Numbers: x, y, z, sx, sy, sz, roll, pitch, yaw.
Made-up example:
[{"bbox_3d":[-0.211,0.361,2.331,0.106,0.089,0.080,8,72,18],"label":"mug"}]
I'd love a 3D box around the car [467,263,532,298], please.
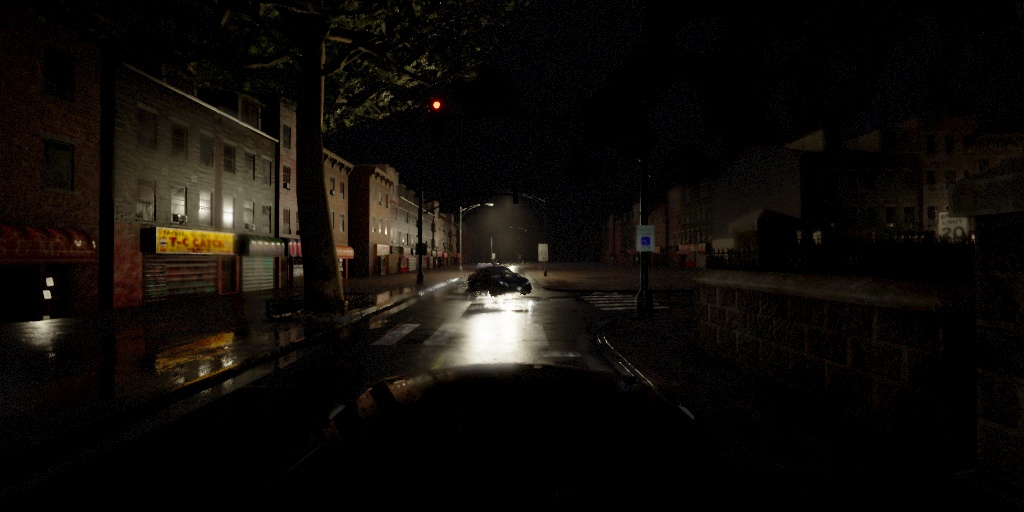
[{"bbox_3d":[-0.845,1.274,18.793,1.812,1.442,4.674,-1,0,-31],"label":"car"}]

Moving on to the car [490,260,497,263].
[{"bbox_3d":[-2.787,1.369,35.710,1.895,1.301,4.718,0,0,0],"label":"car"}]

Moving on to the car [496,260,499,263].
[{"bbox_3d":[-2.725,1.361,54.540,2.033,1.411,5.357,0,0,0],"label":"car"}]
